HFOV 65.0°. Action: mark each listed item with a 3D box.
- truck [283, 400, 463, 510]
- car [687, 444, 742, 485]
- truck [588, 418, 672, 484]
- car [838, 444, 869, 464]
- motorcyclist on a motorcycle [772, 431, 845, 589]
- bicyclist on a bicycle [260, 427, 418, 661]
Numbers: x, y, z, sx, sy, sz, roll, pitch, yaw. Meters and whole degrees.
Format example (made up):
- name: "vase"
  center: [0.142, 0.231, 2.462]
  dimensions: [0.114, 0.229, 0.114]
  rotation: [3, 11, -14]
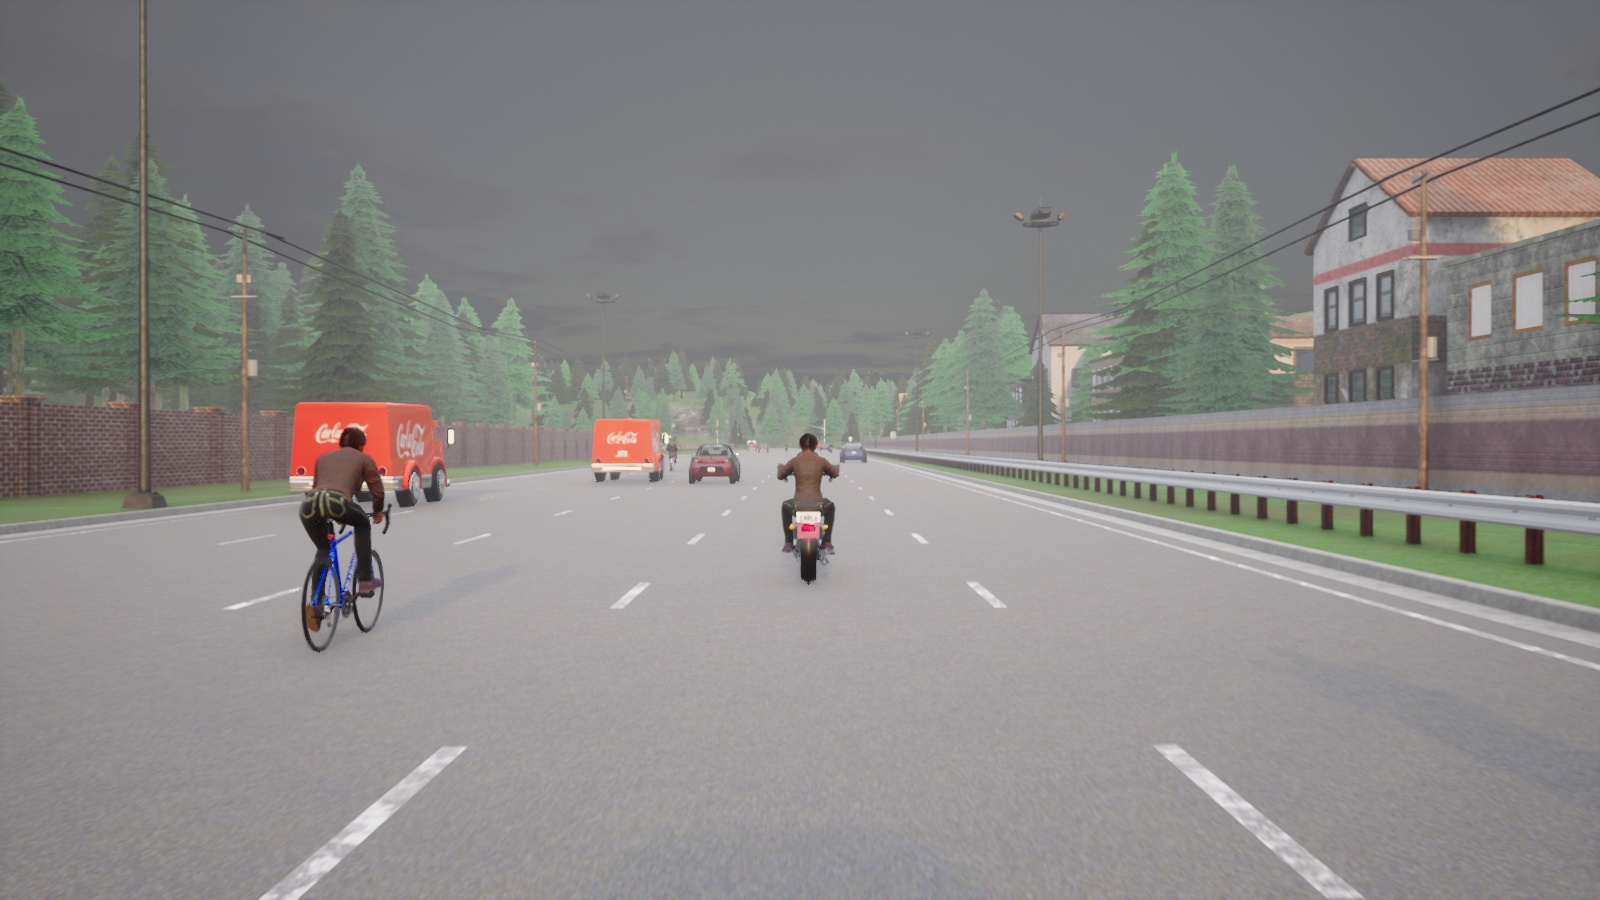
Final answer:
- name: "truck"
  center: [-10.311, 0.095, 30.855]
  dimensions: [2.627, 2.467, 5.204]
  rotation: [0, 0, 0]
- name: "car"
  center: [-3.215, 0.514, 47.947]
  dimensions: [1.816, 1.474, 4.193]
  rotation: [0, 0, 0]
- name: "truck"
  center: [-6.703, 0.006, 50.213]
  dimensions: [2.627, 2.467, 5.204]
  rotation: [0, 1, 0]
- name: "car"
  center: [4.053, 0.263, 95.847]
  dimensions: [2.163, 1.488, 4.792]
  rotation: [0, 0, 0]
- name: "motorcyclist on a motorcycle"
  center: [0.096, 0.624, 14.317]
  dimensions: [0.766, 1.649, 2.350]
  rotation: [0, 0, 0]
- name: "bicyclist on a bicycle"
  center: [-3.431, 0.648, 9.490]
  dimensions: [0.582, 1.620, 1.656]
  rotation: [0, 0, 0]
